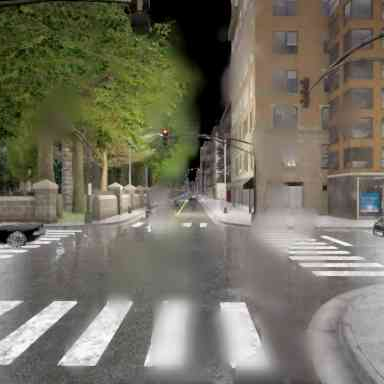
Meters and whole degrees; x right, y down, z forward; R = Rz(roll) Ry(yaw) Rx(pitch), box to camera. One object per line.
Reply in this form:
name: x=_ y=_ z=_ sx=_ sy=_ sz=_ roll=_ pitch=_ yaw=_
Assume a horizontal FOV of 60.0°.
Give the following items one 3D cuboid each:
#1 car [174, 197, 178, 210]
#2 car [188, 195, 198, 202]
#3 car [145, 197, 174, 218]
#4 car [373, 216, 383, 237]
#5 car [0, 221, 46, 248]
car: x=-2.994 y=1.562 z=39.823 sx=1.895 sy=1.301 sz=4.718 roll=0 pitch=0 yaw=0
car: x=0.227 y=1.424 z=70.695 sx=1.812 sy=1.442 sz=4.674 roll=0 pitch=0 yaw=0
car: x=-3.007 y=1.472 z=29.740 sx=2.128 sy=1.511 sz=4.902 roll=0 pitch=0 yaw=0
car: x=11.009 y=1.366 z=15.502 sx=4.553 sy=1.767 sz=2.097 roll=0 pitch=0 yaw=1
car: x=-8.644 y=1.593 z=13.712 sx=4.718 sy=1.301 sz=1.895 roll=0 pitch=0 yaw=-14
